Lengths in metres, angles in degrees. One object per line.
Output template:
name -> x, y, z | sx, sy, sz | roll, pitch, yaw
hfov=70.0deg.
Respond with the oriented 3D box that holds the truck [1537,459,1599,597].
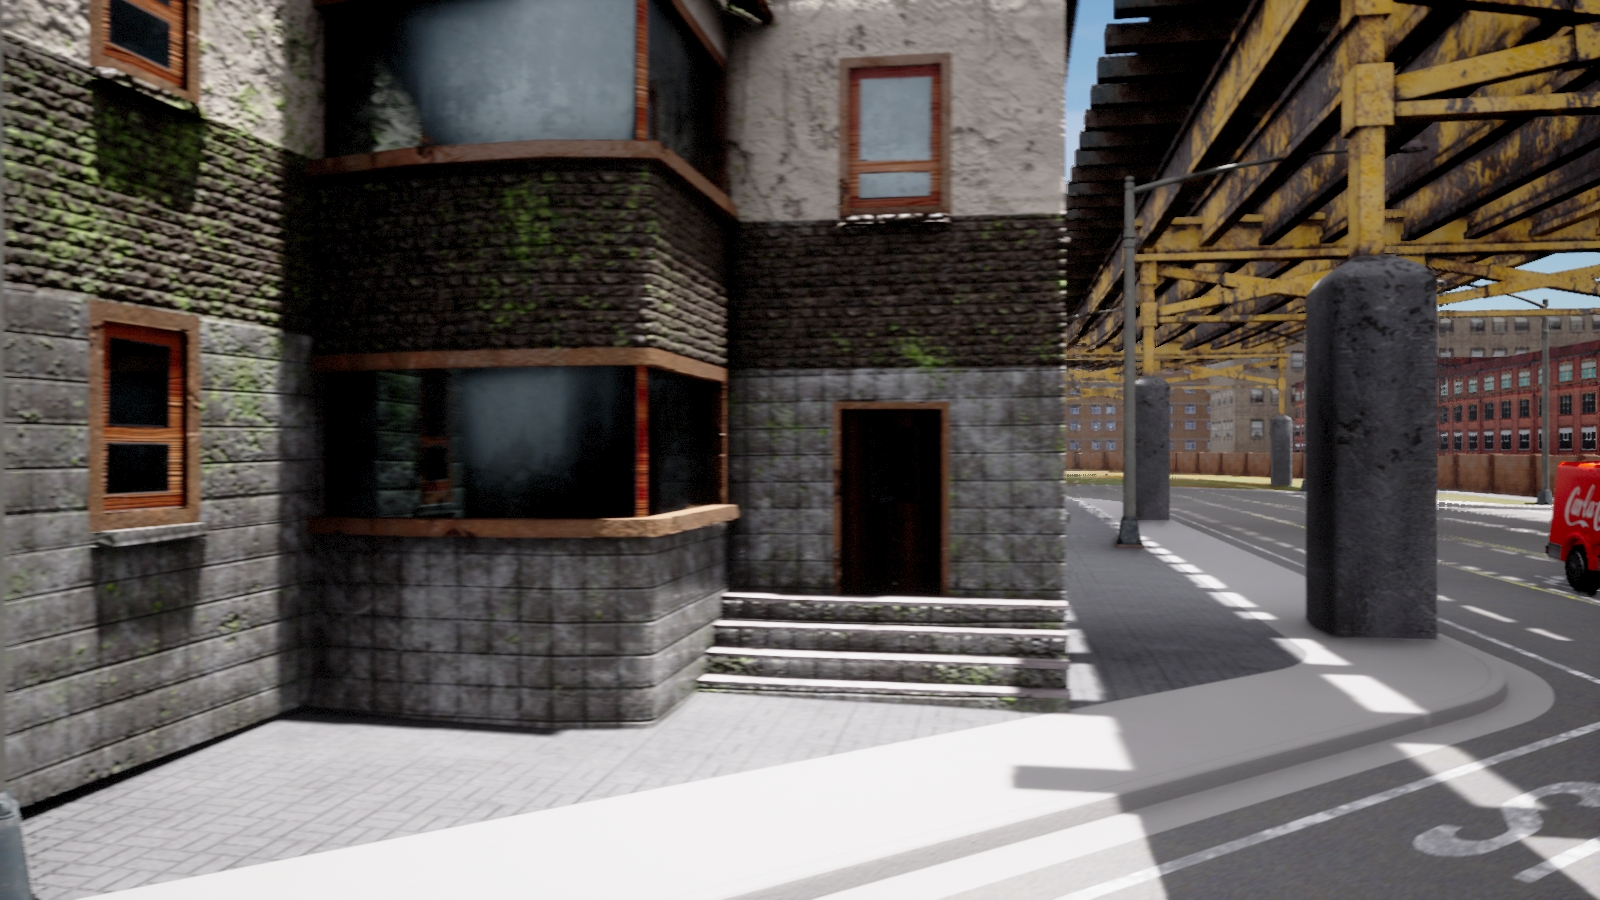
truck -> 16.355, 1.536, 21.245 | 2.627, 2.467, 5.204 | 0, 3, 10
